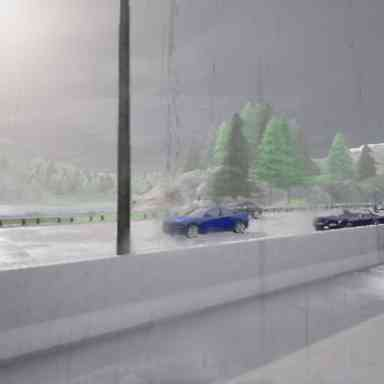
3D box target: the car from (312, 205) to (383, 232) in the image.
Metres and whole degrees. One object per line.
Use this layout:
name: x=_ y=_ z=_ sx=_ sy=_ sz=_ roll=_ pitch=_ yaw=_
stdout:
car: x=8.951 y=1.606 z=18.960 sx=4.718 sy=1.301 sz=1.895 roll=0 pitch=0 yaw=-35

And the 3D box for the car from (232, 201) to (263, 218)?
car: x=3.902 y=1.510 z=28.247 sx=4.892 sy=1.490 sz=1.837 roll=0 pitch=0 yaw=-35

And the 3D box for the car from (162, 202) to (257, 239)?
car: x=0.823 y=1.480 z=17.462 sx=5.008 sy=1.535 sz=1.882 roll=0 pitch=0 yaw=-35

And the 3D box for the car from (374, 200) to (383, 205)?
car: x=21.844 y=1.502 z=36.503 sx=4.902 sy=1.511 sz=2.128 roll=0 pitch=0 yaw=-33
